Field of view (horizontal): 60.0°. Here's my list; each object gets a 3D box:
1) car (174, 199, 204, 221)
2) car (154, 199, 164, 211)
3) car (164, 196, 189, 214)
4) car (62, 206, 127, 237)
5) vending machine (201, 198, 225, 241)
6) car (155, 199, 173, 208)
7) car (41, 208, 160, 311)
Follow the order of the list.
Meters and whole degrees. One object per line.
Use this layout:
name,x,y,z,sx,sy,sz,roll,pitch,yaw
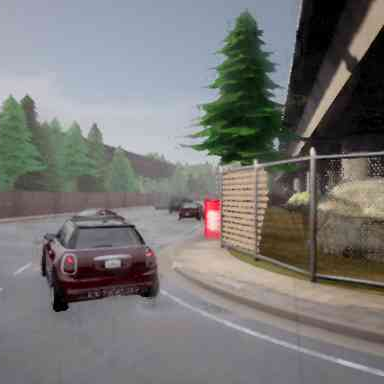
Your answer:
car,0.103,1.746,30.692,1.882,1.535,5.008,0,-1,12
car,-3.826,1.951,46.895,1.994,1.385,4.181,0,-1,12
car,-1.292,1.571,41.037,2.150,2.045,5.566,0,-1,12
car,-5.679,1.673,20.158,1.812,1.442,4.674,0,-1,11
vending machine,1.072,1.350,16.870,1.100,2.100,0.880,0,-1,12
car,-4.847,1.989,58.663,1.837,1.490,4.892,0,-1,12
car,-2.475,1.414,8.294,2.097,1.767,4.553,1,-1,-27
